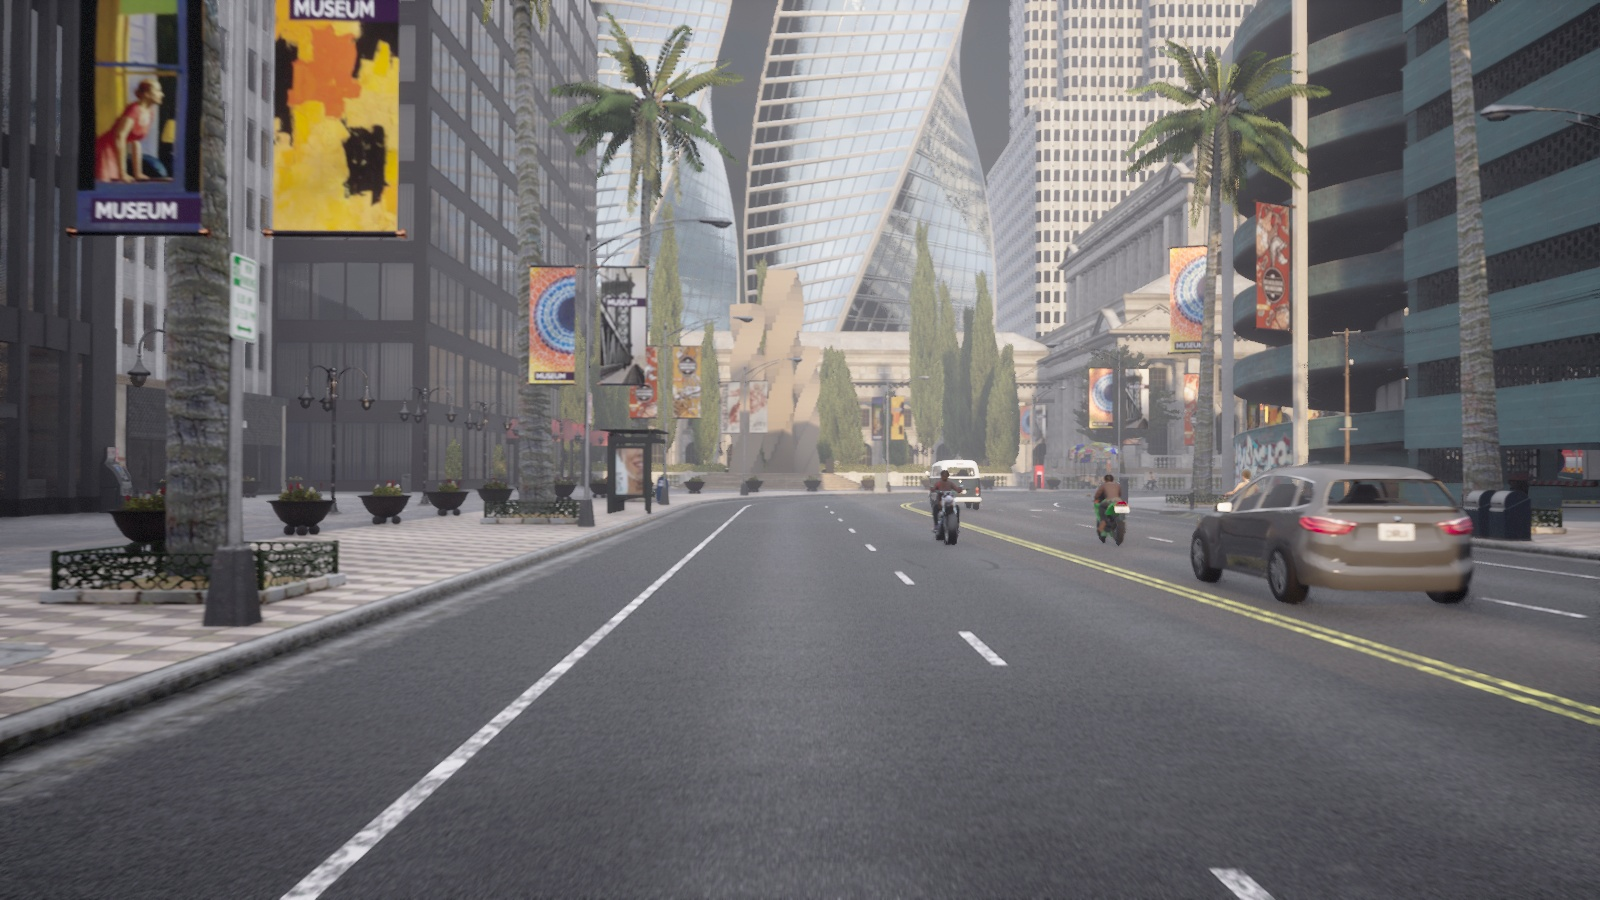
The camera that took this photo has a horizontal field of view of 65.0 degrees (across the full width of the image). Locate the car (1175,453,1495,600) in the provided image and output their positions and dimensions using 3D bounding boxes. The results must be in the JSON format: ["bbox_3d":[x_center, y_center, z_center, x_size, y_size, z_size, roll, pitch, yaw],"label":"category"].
[{"bbox_3d":[6.815,0.911,16.687,2.242,1.667,4.611,0,-1,-1],"label":"car"}]

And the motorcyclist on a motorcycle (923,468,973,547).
[{"bbox_3d":[3.207,1.211,27.421,0.766,1.649,2.350,0,-1,-1],"label":"motorcyclist on a motorcycle"}]

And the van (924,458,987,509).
[{"bbox_3d":[6.481,1.396,52.798,2.069,2.038,4.480,0,-1,0],"label":"van"}]

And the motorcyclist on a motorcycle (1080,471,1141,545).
[{"bbox_3d":[6.709,1.226,27.240,0.797,1.523,2.044,0,-1,-1],"label":"motorcyclist on a motorcycle"}]
